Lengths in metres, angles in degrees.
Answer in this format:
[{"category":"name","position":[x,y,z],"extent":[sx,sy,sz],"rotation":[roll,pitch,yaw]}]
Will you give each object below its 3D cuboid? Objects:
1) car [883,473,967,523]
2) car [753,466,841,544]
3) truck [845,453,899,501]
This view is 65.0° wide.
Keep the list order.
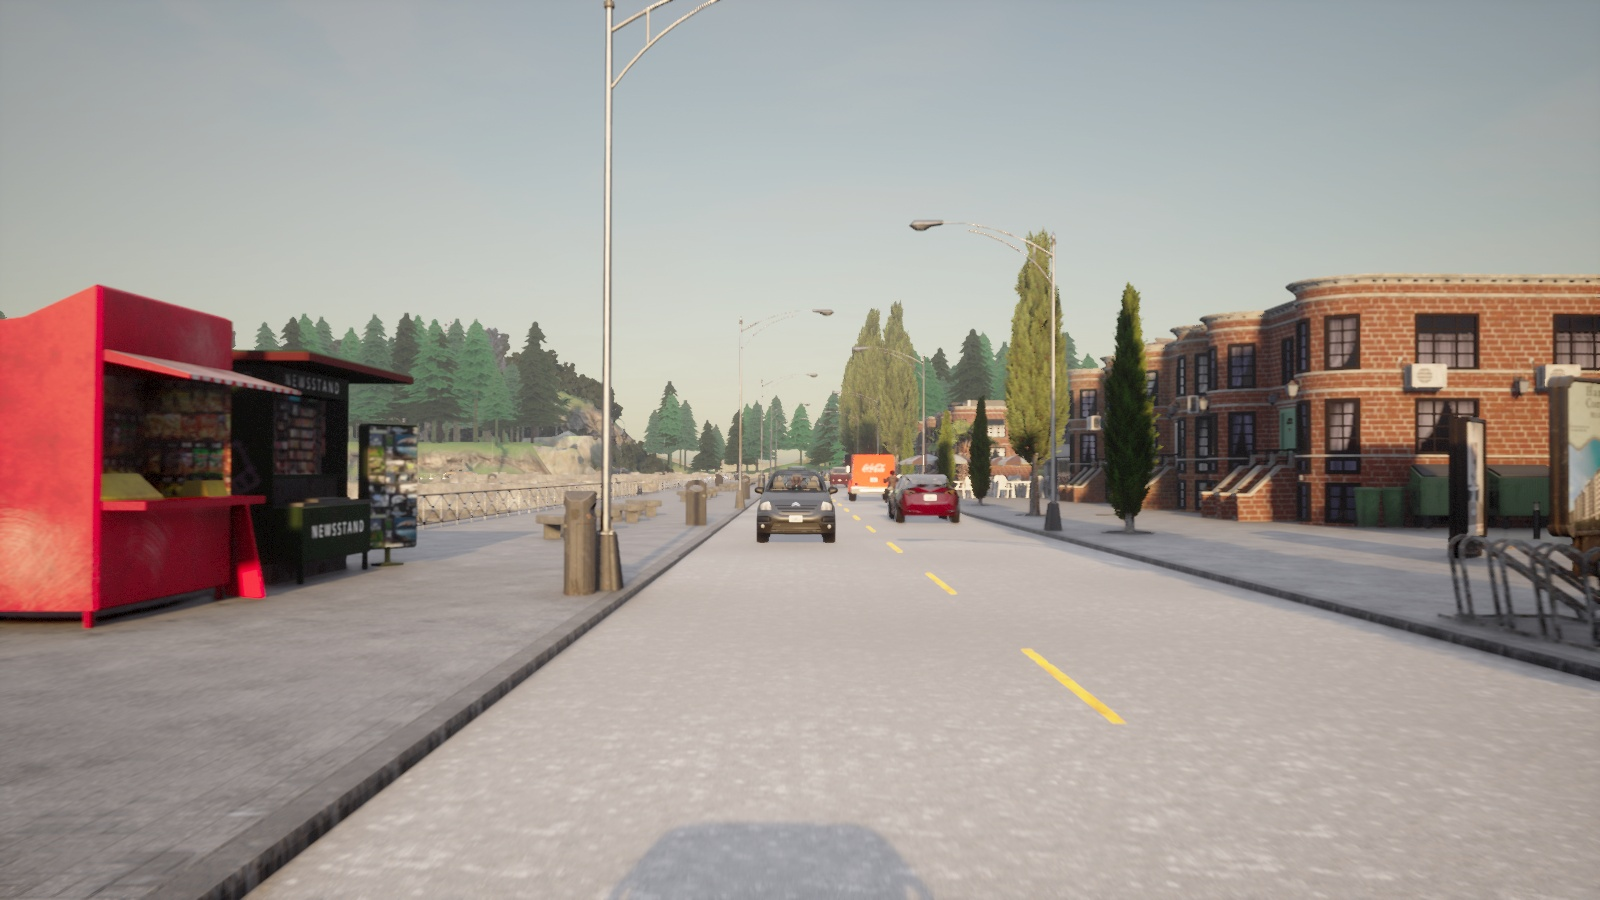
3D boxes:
[{"category":"car","position":[3.896,1.467,39.920],"extent":[2.163,1.488,4.792],"rotation":[0,-1,0]},{"category":"car","position":[-0.074,1.188,28.383],"extent":[1.851,1.617,3.988],"rotation":[0,-1,0]},{"category":"truck","position":[3.823,1.444,67.612],"extent":[2.627,2.467,5.204],"rotation":[0,-1,0]}]
